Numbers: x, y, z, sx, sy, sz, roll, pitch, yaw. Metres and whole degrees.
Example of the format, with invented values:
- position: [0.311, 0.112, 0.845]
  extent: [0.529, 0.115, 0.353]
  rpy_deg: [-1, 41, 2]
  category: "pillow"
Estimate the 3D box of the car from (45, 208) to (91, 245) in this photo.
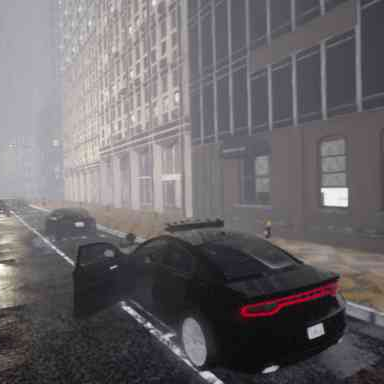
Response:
- position: [-5.873, 1.407, 15.930]
  extent: [1.947, 1.339, 4.313]
  rpy_deg: [-2, 1, -32]
  category: "car"

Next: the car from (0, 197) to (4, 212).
- position: [-22.338, 1.395, 37.539]
  extent: [1.812, 1.442, 4.674]
  rpy_deg: [-2, 1, -31]
  category: "car"

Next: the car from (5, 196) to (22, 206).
- position: [-26.653, 1.313, 49.569]
  extent: [2.008, 1.369, 4.403]
  rpy_deg: [-2, 1, -32]
  category: "car"

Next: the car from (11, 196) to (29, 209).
- position: [-20.716, 1.328, 39.957]
  extent: [1.887, 1.381, 4.507]
  rpy_deg: [-2, 1, -32]
  category: "car"

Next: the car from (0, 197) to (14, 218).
- position: [-16.615, 1.393, 28.346]
  extent: [1.837, 1.490, 4.892]
  rpy_deg: [-2, 1, -32]
  category: "car"

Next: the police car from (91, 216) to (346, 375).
- position: [-0.014, 1.304, 5.824]
  extent: [1.930, 1.638, 5.238]
  rpy_deg: [-2, 1, -32]
  category: "police car"
